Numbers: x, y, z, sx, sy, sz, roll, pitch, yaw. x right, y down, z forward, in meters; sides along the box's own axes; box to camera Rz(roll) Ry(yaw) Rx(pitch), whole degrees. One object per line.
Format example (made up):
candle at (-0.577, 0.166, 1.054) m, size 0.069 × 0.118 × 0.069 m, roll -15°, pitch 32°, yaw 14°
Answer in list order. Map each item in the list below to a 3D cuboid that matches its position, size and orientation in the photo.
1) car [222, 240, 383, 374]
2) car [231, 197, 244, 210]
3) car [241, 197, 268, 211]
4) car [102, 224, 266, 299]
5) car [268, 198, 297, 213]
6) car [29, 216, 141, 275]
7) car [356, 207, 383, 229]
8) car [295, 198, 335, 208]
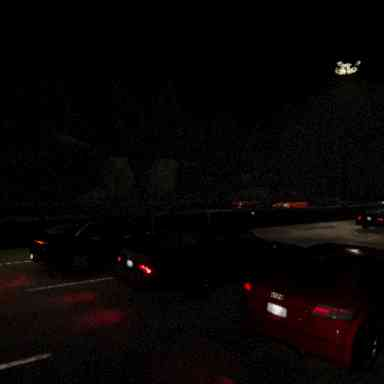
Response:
car at (2.801, 1.607, 5.743) m, size 4.181 × 1.385 × 1.994 m, roll 1°, pitch 0°, yaw -35°
car at (7.204, 1.451, 43.509) m, size 4.553 × 1.767 × 2.097 m, roll 0°, pitch 0°, yaw -35°
car at (8.932, 1.646, 40.448) m, size 5.357 × 1.411 × 2.033 m, roll 0°, pitch 0°, yaw -35°
car at (0.712, 1.590, 8.552) m, size 5.357 × 1.411 × 2.033 m, roll 1°, pitch 0°, yaw -35°
car at (11.265, 1.451, 37.810) m, size 4.553 × 1.767 × 2.097 m, roll 0°, pitch 0°, yaw -35°
car at (-2.450, 1.537, 10.596) m, size 4.892 × 1.490 × 1.837 m, roll 1°, pitch 0°, yaw -35°
car at (12.647, 1.654, 21.362) m, size 5.357 × 1.411 × 2.033 m, roll 0°, pitch 0°, yaw -35°
car at (13.261, 1.624, 34.927) m, size 4.674 × 1.442 × 1.812 m, roll 0°, pitch 0°, yaw -36°
